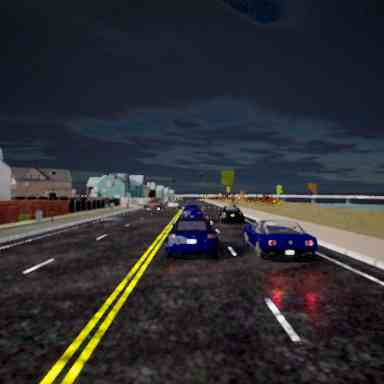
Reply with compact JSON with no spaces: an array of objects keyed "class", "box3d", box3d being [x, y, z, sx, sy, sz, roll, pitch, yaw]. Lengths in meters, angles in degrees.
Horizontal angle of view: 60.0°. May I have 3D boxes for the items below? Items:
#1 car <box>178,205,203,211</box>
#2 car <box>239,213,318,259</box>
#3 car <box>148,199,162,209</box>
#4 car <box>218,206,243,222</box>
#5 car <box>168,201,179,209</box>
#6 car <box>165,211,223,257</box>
[{"class":"car","box3d":[0.018,1.830,28.894,1.812,1.442,4.674,0,0,0]},{"class":"car","box3d":[3.262,1.739,13.241,1.895,1.301,4.718,0,-1,0]},{"class":"car","box3d":[-6.526,1.990,58.629,2.097,1.767,4.553,0,-1,0]},{"class":"car","box3d":[3.266,1.866,28.572,1.994,1.385,4.181,0,-1,0]},{"class":"car","box3d":[-3.272,2.242,58.790,1.895,1.301,4.718,0,-1,0]},{"class":"car","box3d":[0.015,1.705,13.568,1.994,1.385,4.181,0,-1,1]}]
